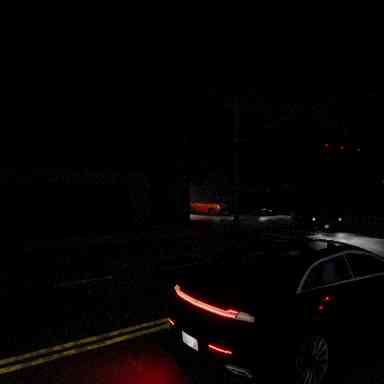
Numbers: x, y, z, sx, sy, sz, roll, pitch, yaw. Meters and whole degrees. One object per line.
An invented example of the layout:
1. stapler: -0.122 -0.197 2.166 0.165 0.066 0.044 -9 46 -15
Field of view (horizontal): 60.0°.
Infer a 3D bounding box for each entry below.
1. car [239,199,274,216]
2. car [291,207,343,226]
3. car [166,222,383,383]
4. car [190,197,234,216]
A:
1. car: 5.801 1.507 32.739 1.837 1.490 4.892 0 0 -37
2. car: 7.622 1.603 20.635 1.895 1.301 4.718 0 0 3
3. car: 1.953 1.492 5.222 4.902 1.511 2.128 0 0 -35
4. car: 1.801 1.354 32.246 2.097 1.767 4.553 0 0 -37
